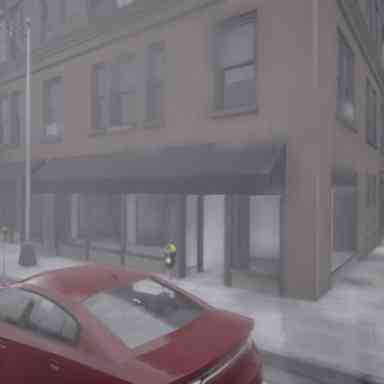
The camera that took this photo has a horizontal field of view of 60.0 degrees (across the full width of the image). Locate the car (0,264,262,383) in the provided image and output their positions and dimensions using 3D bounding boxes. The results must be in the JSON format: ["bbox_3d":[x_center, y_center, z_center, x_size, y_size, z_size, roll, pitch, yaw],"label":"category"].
[{"bbox_3d":[-1.433,1.576,3.973,4.507,1.381,1.887,-1,0,36],"label":"car"}]
